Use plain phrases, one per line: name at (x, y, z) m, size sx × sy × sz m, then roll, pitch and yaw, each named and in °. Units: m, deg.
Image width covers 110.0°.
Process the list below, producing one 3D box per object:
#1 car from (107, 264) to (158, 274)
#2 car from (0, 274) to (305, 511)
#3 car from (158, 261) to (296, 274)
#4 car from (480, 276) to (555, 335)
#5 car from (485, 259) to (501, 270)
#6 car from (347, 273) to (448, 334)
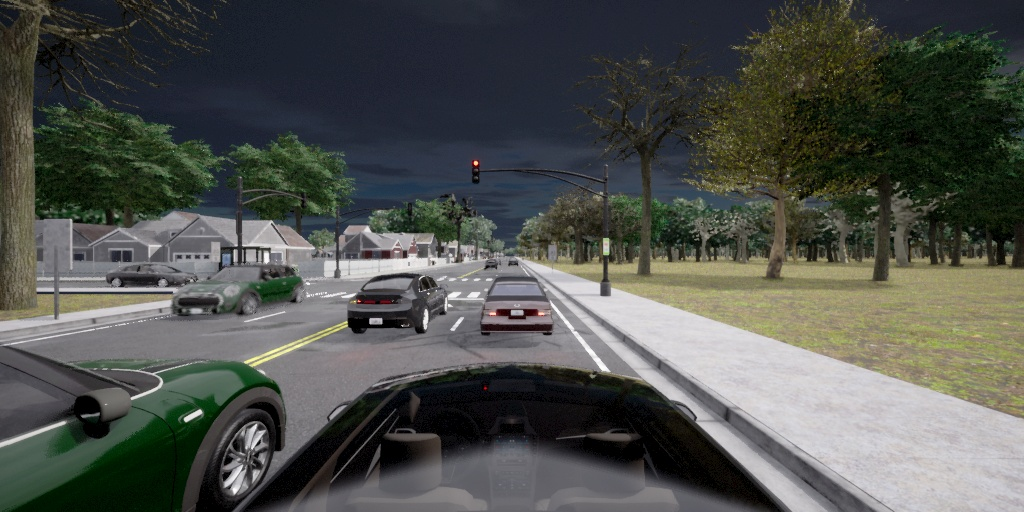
car at (-22.888, 1.280, 22.921) m, size 4.892 × 1.490 × 1.837 m, roll 1°, pitch 0°, yaw 0°
car at (-3.149, 1.102, 1.476) m, size 2.097 × 1.767 × 4.553 m, roll 0°, pitch 0°, yaw 0°
car at (-9.732, 1.101, 13.219) m, size 2.097 × 1.767 × 4.553 m, roll 0°, pitch 0°, yaw -2°
car at (0.119, 1.297, 10.421) m, size 2.033 × 1.411 × 5.357 m, roll 0°, pitch 0°, yaw 0°
car at (-3.034, 1.240, 53.800) m, size 1.837 × 1.490 × 4.892 m, roll 0°, pitch 0°, yaw 0°
car at (-3.138, 1.254, 10.674) m, size 1.837 × 1.490 × 4.892 m, roll 0°, pitch 0°, yaw 0°
